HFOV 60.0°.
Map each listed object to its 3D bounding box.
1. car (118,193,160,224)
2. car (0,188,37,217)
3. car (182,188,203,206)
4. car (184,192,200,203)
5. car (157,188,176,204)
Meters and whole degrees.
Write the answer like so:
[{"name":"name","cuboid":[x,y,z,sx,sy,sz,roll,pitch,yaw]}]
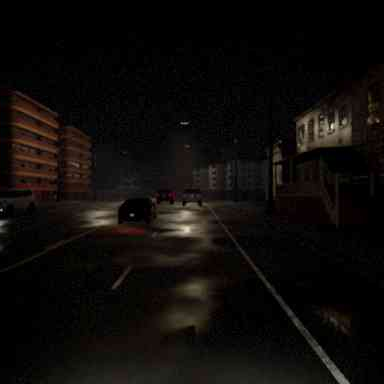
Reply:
[{"name":"car","cuboid":[-3.394,1.084,21.254,1.882,1.535,5.008,0,2,0]},{"name":"car","cuboid":[-13.993,0.750,25.465,2.150,2.045,5.566,0,1,0]},{"name":"car","cuboid":[0.012,0.535,38.026,2.150,2.045,5.566,0,0,0]},{"name":"car","cuboid":[0.018,0.847,48.482,2.128,1.511,4.902,0,-1,0]},{"name":"car","cuboid":[-3.430,0.546,43.829,2.150,2.045,5.566,0,0,1]}]
